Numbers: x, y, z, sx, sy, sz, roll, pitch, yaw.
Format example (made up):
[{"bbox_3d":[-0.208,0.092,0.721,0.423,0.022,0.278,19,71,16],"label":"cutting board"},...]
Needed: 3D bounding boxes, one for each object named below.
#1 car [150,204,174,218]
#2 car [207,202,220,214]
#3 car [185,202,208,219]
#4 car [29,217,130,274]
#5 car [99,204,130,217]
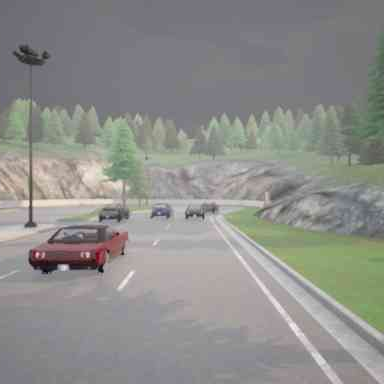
[{"bbox_3d":[-3.025,1.939,34.628,1.812,1.442,4.674,0,-1,4],"label":"car"},{"bbox_3d":[2.395,2.012,43.629,2.128,1.511,4.902,0,-1,15],"label":"car"},{"bbox_3d":[0.380,1.998,33.316,1.895,1.301,4.718,0,-1,3],"label":"car"},{"bbox_3d":[-3.398,1.734,11.046,1.895,1.301,4.718,0,-1,0],"label":"car"},{"bbox_3d":[-6.786,1.844,29.460,2.128,1.511,4.902,0,-1,2],"label":"car"}]
